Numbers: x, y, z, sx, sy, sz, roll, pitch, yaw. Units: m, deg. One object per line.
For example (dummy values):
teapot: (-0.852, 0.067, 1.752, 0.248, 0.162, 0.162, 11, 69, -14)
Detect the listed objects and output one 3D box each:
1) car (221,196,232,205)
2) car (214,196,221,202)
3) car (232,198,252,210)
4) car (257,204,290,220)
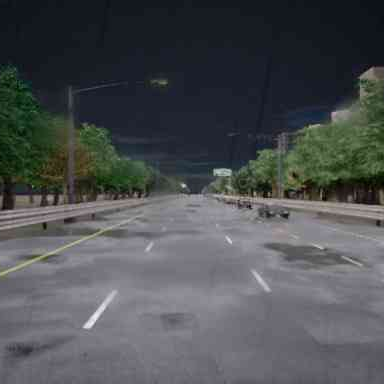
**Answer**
car: (7.221, 1.855, 64.815, 1.895, 1.301, 4.718, 0, 0, 0)
car: (7.372, 1.869, 83.797, 2.128, 1.511, 4.902, 0, 0, 1)
car: (7.112, 1.672, 46.344, 1.837, 1.490, 4.892, 0, 0, 0)
car: (7.042, 1.693, 29.226, 1.895, 1.301, 4.718, 0, 0, 0)
